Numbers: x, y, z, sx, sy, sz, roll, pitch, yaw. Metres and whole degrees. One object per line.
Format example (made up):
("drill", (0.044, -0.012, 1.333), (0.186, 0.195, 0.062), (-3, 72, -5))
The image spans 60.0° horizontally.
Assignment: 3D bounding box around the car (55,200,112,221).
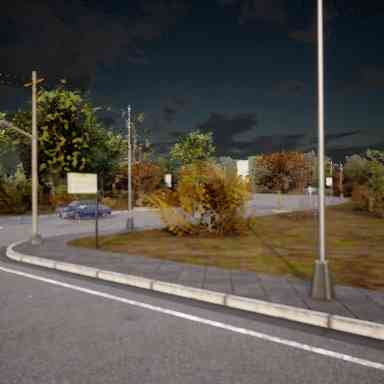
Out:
("car", (-9.486, 1.753, 30.158), (1.812, 1.442, 4.674), (-1, 0, 39))
